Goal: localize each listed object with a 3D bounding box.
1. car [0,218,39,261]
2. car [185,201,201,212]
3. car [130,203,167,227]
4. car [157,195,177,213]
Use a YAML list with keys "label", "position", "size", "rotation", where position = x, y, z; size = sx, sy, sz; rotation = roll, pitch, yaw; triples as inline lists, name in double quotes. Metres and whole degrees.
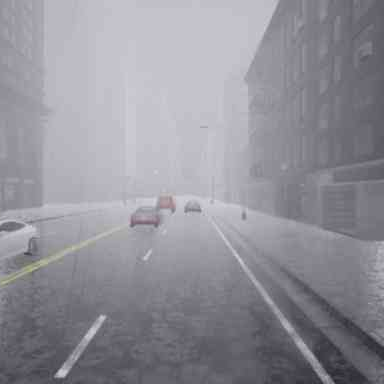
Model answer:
- label: "car"
  position: [-6.590, 1.587, 10.649]
  size: [1.812, 1.442, 4.674]
  rotation: [0, 0, 0]
- label: "car"
  position: [0.095, 1.798, 41.645]
  size: [1.994, 1.385, 4.181]
  rotation: [0, 0, 0]
- label: "car"
  position: [-3.152, 1.698, 23.752]
  size: [1.994, 1.385, 4.181]
  rotation: [0, 0, 0]
- label: "car"
  position: [-3.154, 1.453, 41.453]
  size: [2.150, 2.045, 5.566]
  rotation: [0, -1, 0]
